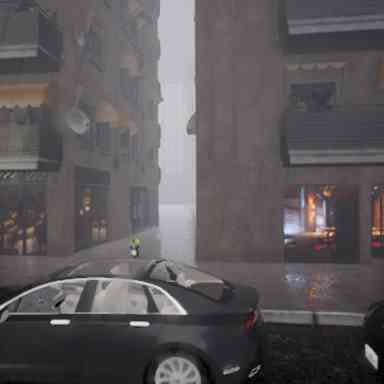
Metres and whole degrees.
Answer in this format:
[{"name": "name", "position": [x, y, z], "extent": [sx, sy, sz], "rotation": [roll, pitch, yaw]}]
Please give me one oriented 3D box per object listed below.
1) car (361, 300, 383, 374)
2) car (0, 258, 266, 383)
[{"name": "car", "position": [4.297, 1.571, 3.711], "extent": [4.313, 1.339, 1.947], "rotation": [0, 0, 7]}, {"name": "car", "position": [-1.295, 1.589, 4.368], "extent": [4.403, 1.369, 2.008], "rotation": [0, 0, 7]}]
